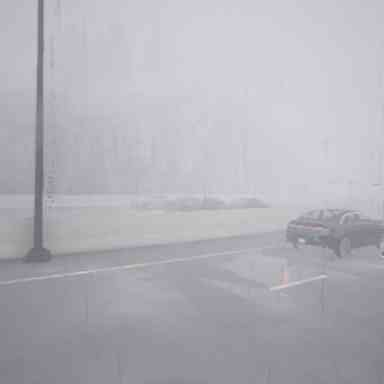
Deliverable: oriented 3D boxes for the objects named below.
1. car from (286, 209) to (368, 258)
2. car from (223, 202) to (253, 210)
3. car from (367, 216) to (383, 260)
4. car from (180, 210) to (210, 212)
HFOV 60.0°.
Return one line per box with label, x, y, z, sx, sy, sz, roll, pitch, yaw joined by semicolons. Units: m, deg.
car;5.501;1.371;12.246;4.902;1.511;2.128;0;1;-37
car;3.942;1.161;24.621;4.674;1.442;1.812;0;1;-40
car;7.358;1.188;9.224;5.566;2.045;2.150;0;1;-37
car;1.129;1.108;26.862;4.181;1.385;1.994;0;1;-40
